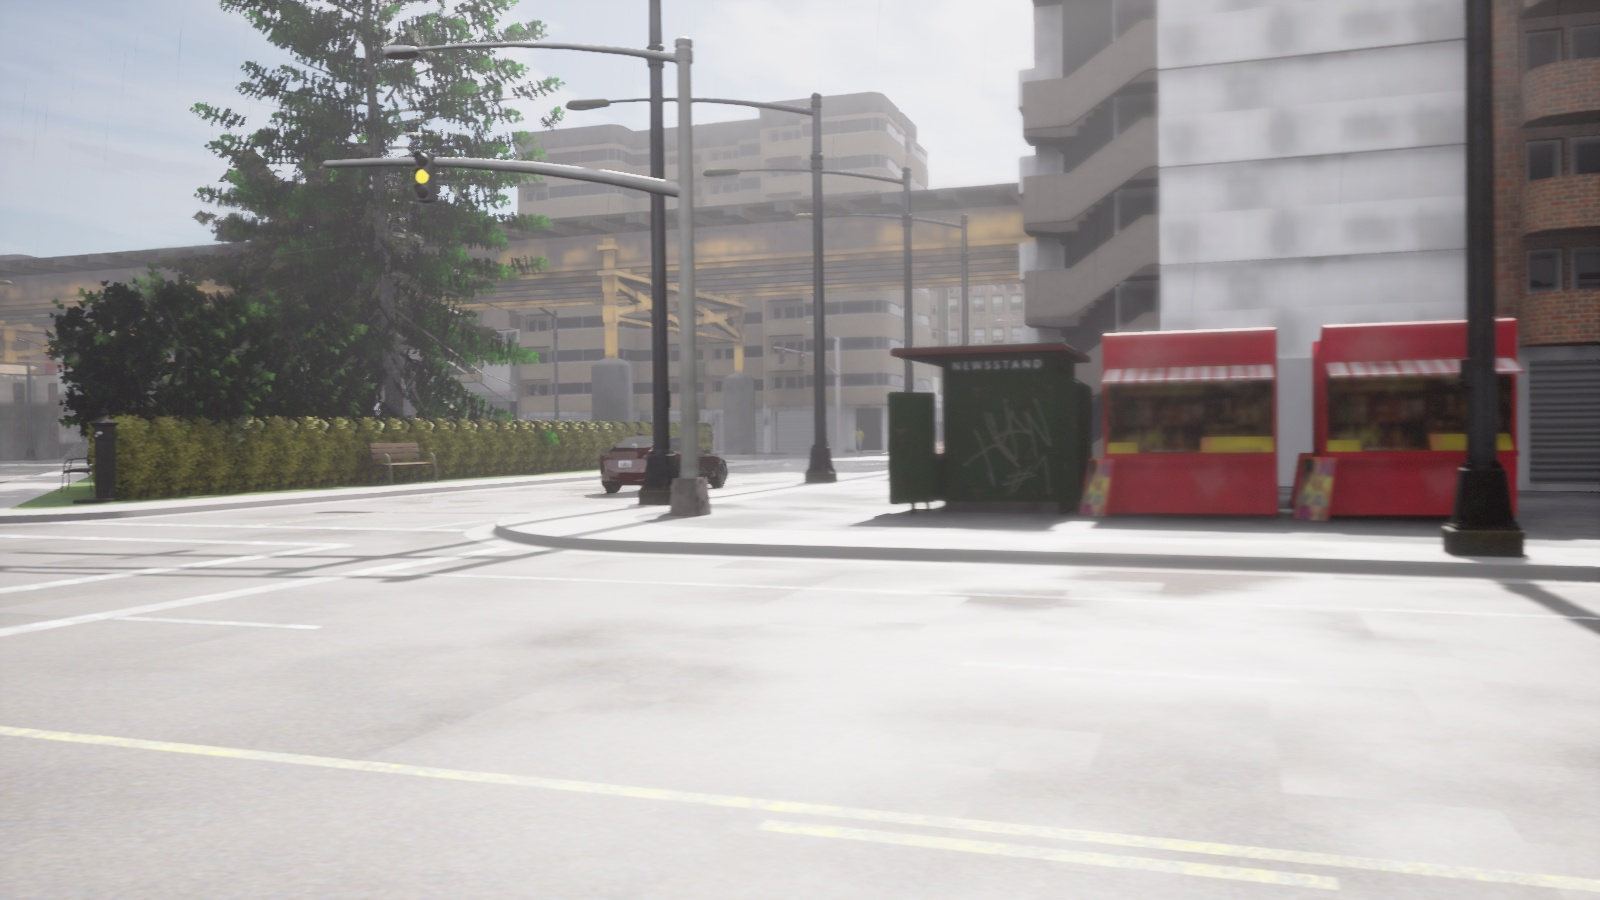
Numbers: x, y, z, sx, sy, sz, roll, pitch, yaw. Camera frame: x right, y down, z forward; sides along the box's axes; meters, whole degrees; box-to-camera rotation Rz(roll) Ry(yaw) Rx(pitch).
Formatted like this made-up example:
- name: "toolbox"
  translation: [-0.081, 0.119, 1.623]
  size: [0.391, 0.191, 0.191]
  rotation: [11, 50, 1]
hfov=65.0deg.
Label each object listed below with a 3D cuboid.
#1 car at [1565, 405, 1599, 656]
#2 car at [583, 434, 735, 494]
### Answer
- name: "car"
  translation: [7.743, 0.591, 7.972]
  size: [4.553, 1.767, 2.097]
  rotation: [1, 1, 19]
- name: "car"
  translation: [-3.630, 0.317, 33.415]
  size: [2.163, 1.488, 4.792]
  rotation: [0, 1, 19]
